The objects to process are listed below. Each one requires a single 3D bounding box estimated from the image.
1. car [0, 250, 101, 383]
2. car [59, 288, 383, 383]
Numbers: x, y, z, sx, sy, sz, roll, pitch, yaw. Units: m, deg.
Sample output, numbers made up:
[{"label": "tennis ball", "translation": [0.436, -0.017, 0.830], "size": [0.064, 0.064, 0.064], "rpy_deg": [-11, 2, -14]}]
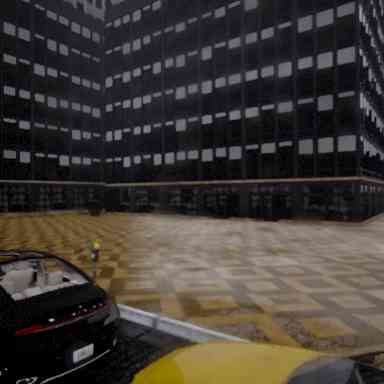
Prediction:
[{"label": "car", "translation": [-2.984, 1.557, 4.969], "size": [4.403, 1.369, 2.008], "rpy_deg": [0, 0, 35]}, {"label": "car", "translation": [1.512, 1.525, 1.768], "size": [4.829, 1.417, 1.752], "rpy_deg": [0, 0, 35]}]
